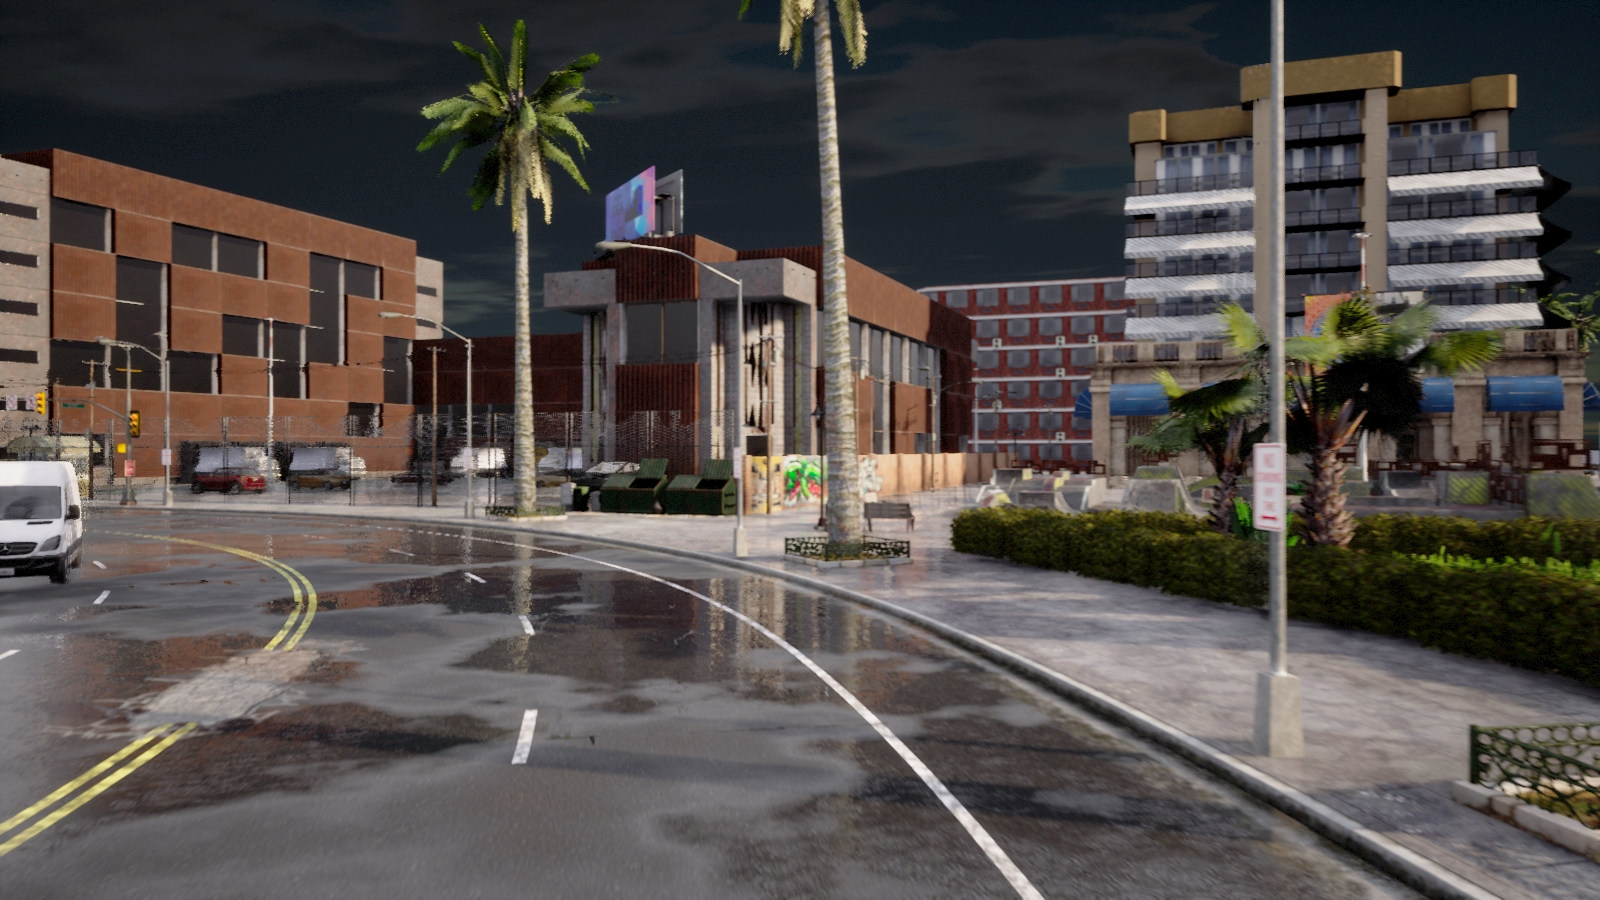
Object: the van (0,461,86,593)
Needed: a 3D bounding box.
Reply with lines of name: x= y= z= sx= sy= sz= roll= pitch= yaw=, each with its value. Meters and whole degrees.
van: x=-17.170 y=1.542 z=25.252 sx=1.988 sy=2.561 sz=5.915 roll=0 pitch=0 yaw=-29
